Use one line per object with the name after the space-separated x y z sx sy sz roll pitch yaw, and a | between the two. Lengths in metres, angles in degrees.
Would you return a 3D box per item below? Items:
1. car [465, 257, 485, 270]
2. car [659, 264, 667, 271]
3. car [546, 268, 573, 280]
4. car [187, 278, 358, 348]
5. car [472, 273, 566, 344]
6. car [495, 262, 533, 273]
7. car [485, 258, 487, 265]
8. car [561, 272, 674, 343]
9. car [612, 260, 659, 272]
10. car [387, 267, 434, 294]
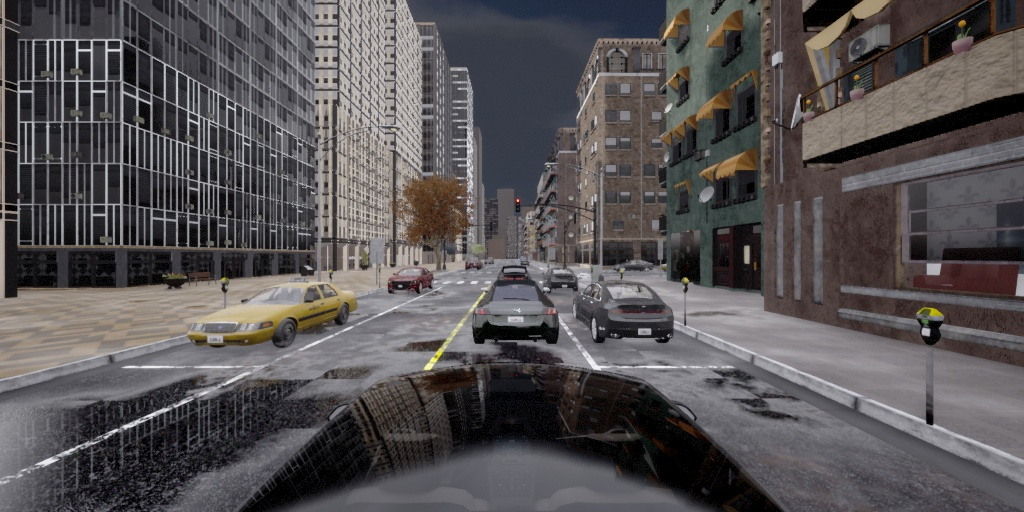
-5.679 1.098 52.906 2.192 1.841 5.009 0 0 0 | car
18.841 1.006 39.983 4.829 1.417 1.751 0 0 -1 | car
2.693 1.305 20.516 2.007 1.370 4.403 0 0 0 | car
-5.690 1.276 9.283 1.751 1.417 4.829 0 0 0 | car
0.089 1.315 9.598 1.994 1.385 4.181 0 0 0 | car
0.109 1.259 19.647 1.837 1.490 4.892 0 0 -1 | car
-5.677 1.356 58.429 1.948 1.339 4.313 0 0 0 | car
2.691 1.301 9.450 2.007 1.370 4.403 0 0 0 | car
13.444 1.108 39.929 4.403 1.370 2.007 0 0 -1 | car
-5.687 1.299 20.518 1.888 1.381 4.507 0 0 0 | car
